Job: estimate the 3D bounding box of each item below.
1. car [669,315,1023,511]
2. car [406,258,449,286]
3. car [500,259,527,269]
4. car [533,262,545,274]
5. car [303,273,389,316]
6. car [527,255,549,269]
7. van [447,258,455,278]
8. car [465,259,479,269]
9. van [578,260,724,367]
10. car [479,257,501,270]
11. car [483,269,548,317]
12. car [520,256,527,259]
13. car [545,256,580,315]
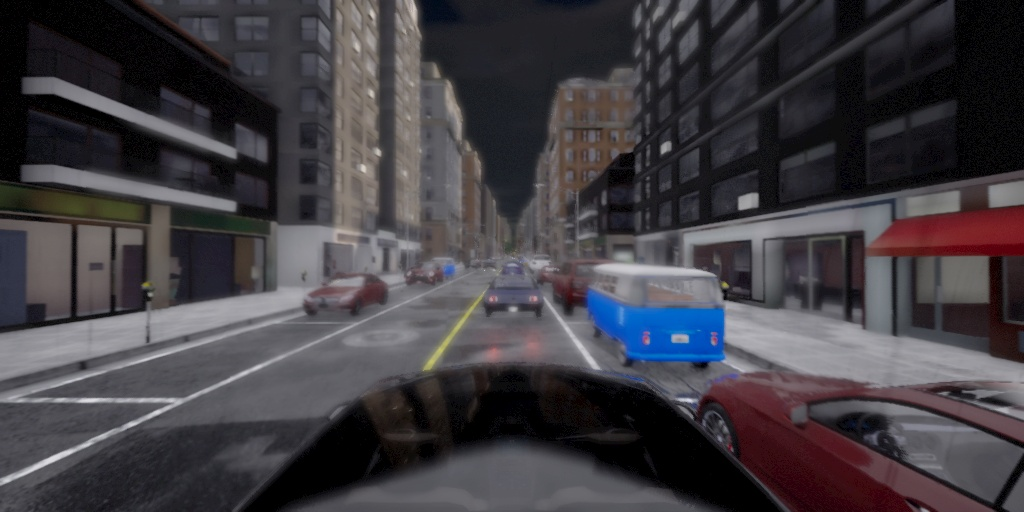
[{"bbox_3d":[2.668,1.331,1.877,1.802,1.307,4.207,0,0,0],"label":"car"},{"bbox_3d":[-5.864,1.132,24.574,1.967,1.591,4.097,0,0,0],"label":"car"},{"bbox_3d":[0.067,1.203,30.574,1.812,1.442,4.674,0,0,0],"label":"car"},{"bbox_3d":[2.662,1.274,24.570,1.802,1.307,4.207,0,0,0],"label":"car"},{"bbox_3d":[-5.861,1.302,13.229,1.802,1.307,4.207,0,0,0],"label":"car"},{"bbox_3d":[3.095,0.885,39.382,2.150,2.045,5.566,0,0,0],"label":"car"},{"bbox_3d":[-5.866,1.019,30.247,1.690,1.789,3.998,0,0,0],"label":"van"},{"bbox_3d":[-5.873,1.189,52.939,1.948,1.339,4.313,0,0,0],"label":"car"},{"bbox_3d":[2.667,1.075,7.551,1.690,1.789,3.998,0,0,0],"label":"van"},{"bbox_3d":[-3.101,1.175,51.173,2.033,1.411,5.357,0,0,0],"label":"car"},{"bbox_3d":[0.058,1.322,13.059,1.895,1.301,4.718,0,0,0],"label":"car"},{"bbox_3d":[2.651,1.134,58.781,1.751,1.417,4.829,0,0,0],"label":"car"},{"bbox_3d":[2.665,1.035,13.224,2.192,1.841,5.009,0,0,0],"label":"car"}]
